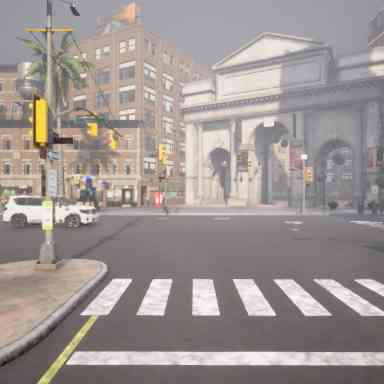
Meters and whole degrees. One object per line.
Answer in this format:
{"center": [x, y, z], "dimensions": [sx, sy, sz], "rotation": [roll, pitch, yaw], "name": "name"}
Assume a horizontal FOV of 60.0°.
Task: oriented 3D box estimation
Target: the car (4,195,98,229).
{"center": [-8.885, 1.221, 21.114], "dimensions": [5.566, 2.045, 2.150], "rotation": [0, 0, 0], "name": "car"}
